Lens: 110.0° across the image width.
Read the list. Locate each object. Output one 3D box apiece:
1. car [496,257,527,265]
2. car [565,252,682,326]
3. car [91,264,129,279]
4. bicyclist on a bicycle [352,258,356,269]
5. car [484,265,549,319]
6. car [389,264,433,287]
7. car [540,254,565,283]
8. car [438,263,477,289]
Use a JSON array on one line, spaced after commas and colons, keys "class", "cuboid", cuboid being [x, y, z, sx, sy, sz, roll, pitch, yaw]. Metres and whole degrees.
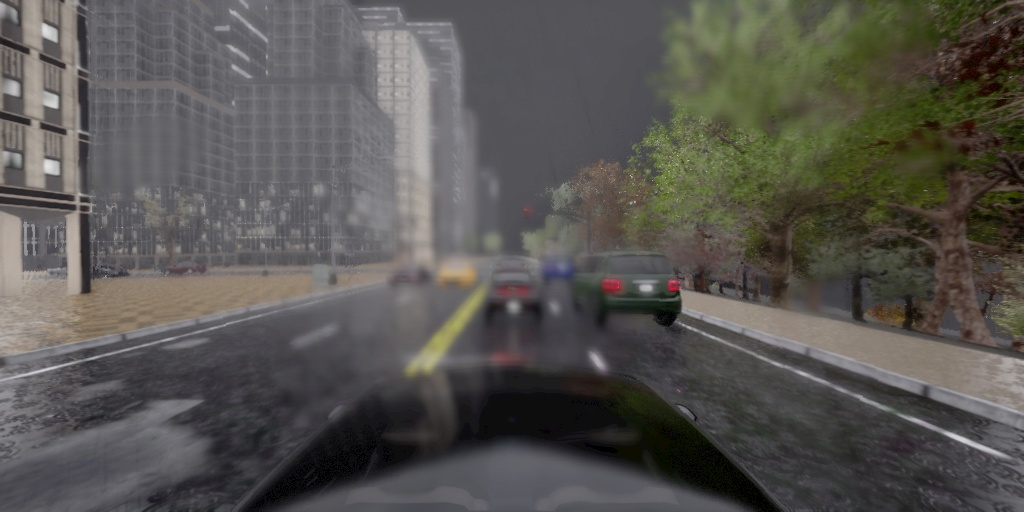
[{"class": "car", "cuboid": [0.072, 1.021, 27.008, 2.097, 1.767, 4.553, 0, 0, 0]}, {"class": "car", "cuboid": [3.329, 0.934, 11.583, 2.150, 2.045, 5.566, 0, -1, -1]}, {"class": "car", "cuboid": [-47.632, 1.895, 41.707, 4.892, 1.490, 1.837, -1, 1, 1]}, {"class": "bicyclist on a bicycle", "cuboid": [-24.630, 1.164, 55.623, 0.582, 1.620, 1.656, -1, 1, 0]}, {"class": "car", "cuboid": [0.070, 1.217, 12.621, 1.837, 1.490, 4.892, 0, -1, 0]}, {"class": "car", "cuboid": [-6.568, 1.244, 23.647, 1.994, 1.385, 4.181, 0, 0, 0]}, {"class": "car", "cuboid": [3.312, 0.893, 25.939, 2.150, 2.045, 5.566, 0, 0, 1]}, {"class": "car", "cuboid": [-3.323, 1.161, 22.462, 1.882, 1.535, 5.008, 0, 0, 0]}]
